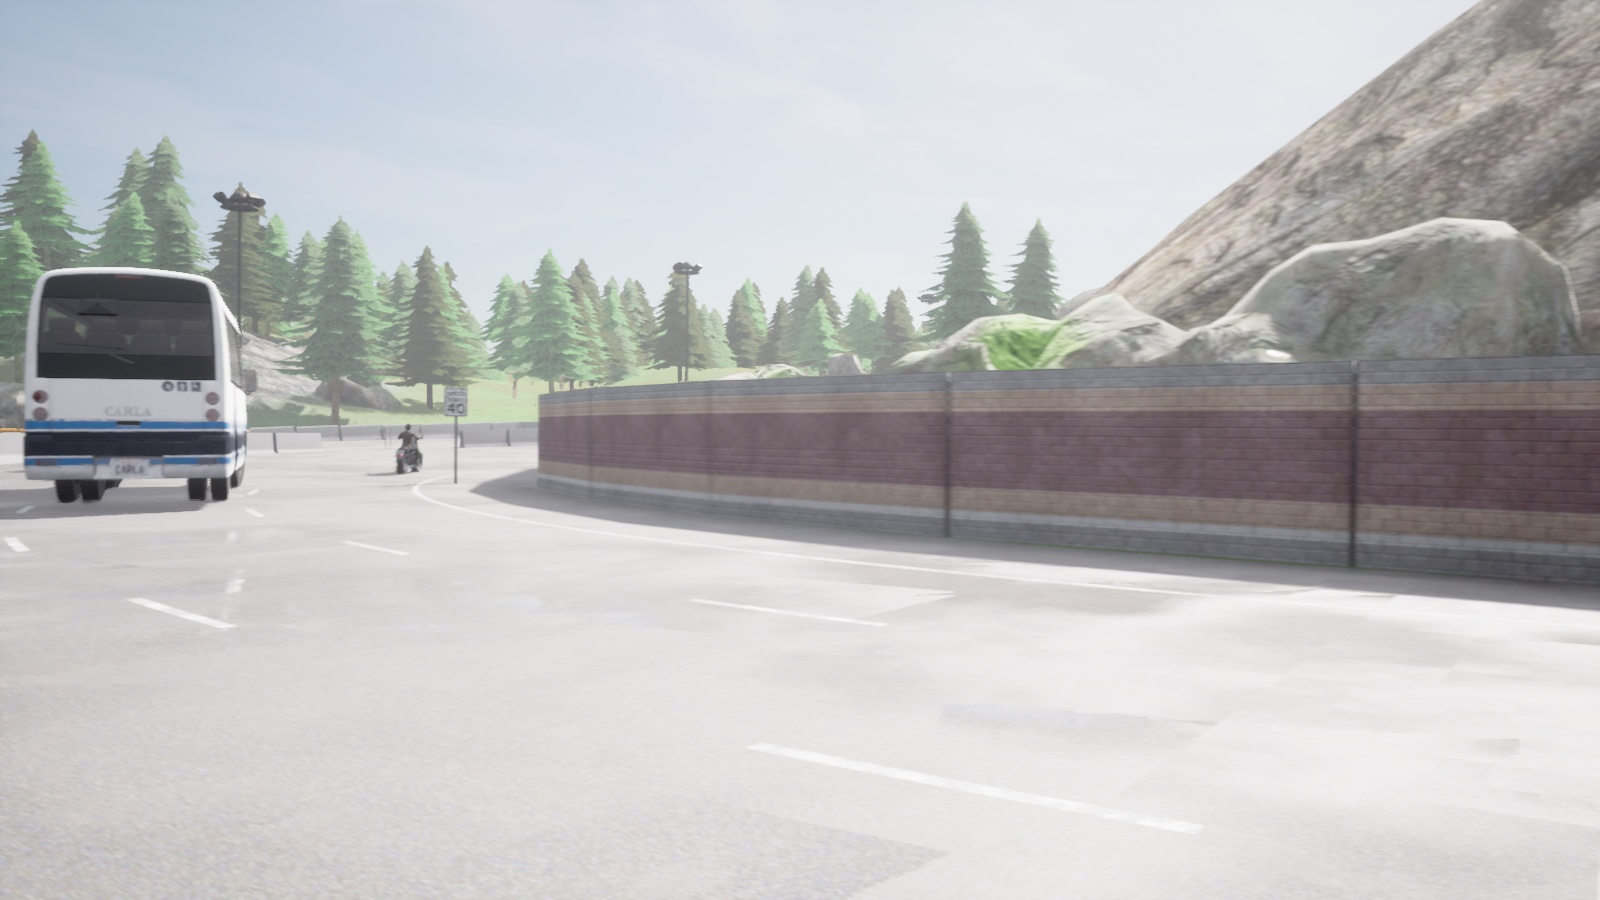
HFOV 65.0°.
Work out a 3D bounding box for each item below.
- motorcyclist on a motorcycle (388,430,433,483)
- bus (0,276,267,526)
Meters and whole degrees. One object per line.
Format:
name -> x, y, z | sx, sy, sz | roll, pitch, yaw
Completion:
motorcyclist on a motorcycle -> -12.507, 0.189, 40.433 | 0.766, 1.649, 2.350 | 0, 1, -2
bus -> -13.711, -0.918, 26.931 | 3.944, 4.253, 10.273 | -1, 1, -22
